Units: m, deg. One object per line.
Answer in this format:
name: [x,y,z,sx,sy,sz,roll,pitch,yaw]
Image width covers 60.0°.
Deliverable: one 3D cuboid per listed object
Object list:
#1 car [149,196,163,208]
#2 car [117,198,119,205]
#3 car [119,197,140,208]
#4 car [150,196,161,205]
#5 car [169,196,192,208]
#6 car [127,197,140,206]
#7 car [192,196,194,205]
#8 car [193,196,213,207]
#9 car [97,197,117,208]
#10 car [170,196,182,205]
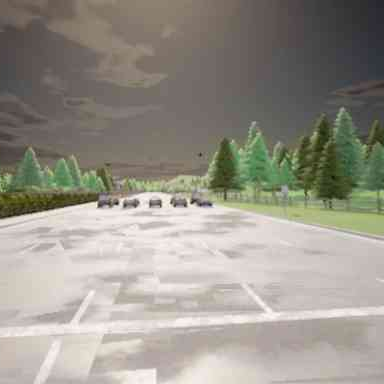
car: [-5.194,1.429,47.381,2.128,1.511,4.902,0,0,-7]
car: [-13.223,1.528,55.665,1.994,1.385,4.181,0,0,-7]
car: [-8.670,1.448,46.970,2.128,1.511,4.902,0,0,-7]
car: [-6.272,1.451,56.488,1.812,1.442,4.674,0,0,-7]
car: [-1.719,1.410,47.792,2.128,1.511,4.902,0,0,-7]
car: [-9.751,1.546,56.106,1.895,1.301,4.718,0,0,-7]
car: [0.679,1.365,57.310,1.882,1.535,5.008,0,0,-7]
car: [1.754,1.500,48.234,1.895,1.301,4.718,0,0,-7]
car: [-12.142,1.480,47.040,1.837,1.490,4.892,0,0,-6]
car: [-2.796,1.411,56.899,1.837,1.490,4.892,0,0,-7]
